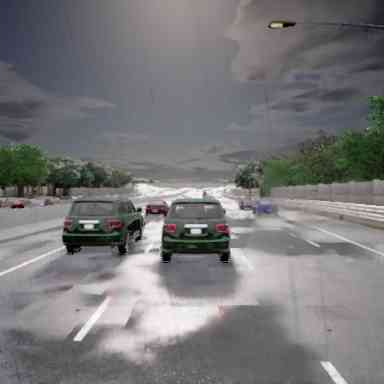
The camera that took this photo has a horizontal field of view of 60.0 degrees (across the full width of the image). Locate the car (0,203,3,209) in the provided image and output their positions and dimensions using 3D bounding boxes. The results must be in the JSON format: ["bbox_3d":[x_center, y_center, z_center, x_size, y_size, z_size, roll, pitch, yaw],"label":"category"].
[{"bbox_3d":[-24.382,1.592,38.977,2.033,1.411,5.357,0,0,0],"label":"car"}]

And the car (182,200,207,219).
[{"bbox_3d":[0.221,1.517,30.463,2.128,1.511,4.902,0,0,0],"label":"car"}]

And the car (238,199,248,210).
[{"bbox_3d":[7.253,1.606,44.148,2.033,1.411,5.357,0,0,1],"label":"car"}]

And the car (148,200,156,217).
[{"bbox_3d":[-3.268,1.507,32.033,1.882,1.535,5.008,0,0,0],"label":"car"}]

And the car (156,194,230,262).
[{"bbox_3d":[0.127,1.225,12.285,2.150,2.045,5.566,0,0,0],"label":"car"}]

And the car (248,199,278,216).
[{"bbox_3d":[7.065,1.507,32.456,1.882,1.535,5.008,0,0,2],"label":"car"}]

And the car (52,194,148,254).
[{"bbox_3d":[-3.369,1.225,13.588,2.150,2.045,5.566,0,0,0],"label":"car"}]

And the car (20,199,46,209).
[{"bbox_3d":[-17.406,1.568,38.284,1.812,1.442,4.674,0,0,1],"label":"car"}]

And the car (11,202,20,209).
[{"bbox_3d":[-20.867,1.653,42.107,1.895,1.301,4.718,0,0,1],"label":"car"}]

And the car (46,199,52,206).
[{"bbox_3d":[-13.919,1.588,37.339,2.033,1.411,5.357,0,0,1],"label":"car"}]

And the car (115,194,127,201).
[{"bbox_3d":[-16.811,1.260,78.689,1.837,1.490,4.892,0,0,1],"label":"car"}]
